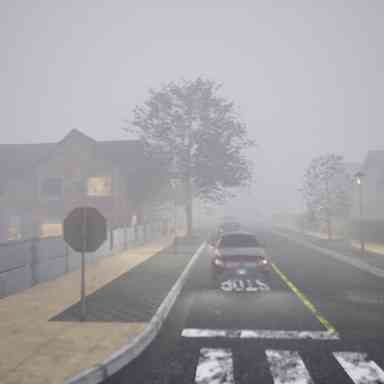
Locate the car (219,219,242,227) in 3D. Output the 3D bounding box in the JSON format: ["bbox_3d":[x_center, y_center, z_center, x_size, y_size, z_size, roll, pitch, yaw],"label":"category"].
[{"bbox_3d":[3.198,3.201,27.697,1.895,1.301,4.718,-1,-3,6],"label":"car"}]

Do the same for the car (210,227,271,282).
[{"bbox_3d":[1.681,2.206,12.082,1.812,1.442,4.674,-1,-3,5],"label":"car"}]

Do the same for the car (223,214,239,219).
[{"bbox_3d":[5.068,4.089,46.049,2.097,1.767,4.553,-1,-3,5],"label":"car"}]

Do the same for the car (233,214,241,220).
[{"bbox_3d":[11.938,6.636,88.469,1.895,1.301,4.718,-1,-3,5],"label":"car"}]

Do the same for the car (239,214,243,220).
[{"bbox_3d":[10.959,5.905,78.376,1.812,1.442,4.674,-1,-3,5],"label":"car"}]
